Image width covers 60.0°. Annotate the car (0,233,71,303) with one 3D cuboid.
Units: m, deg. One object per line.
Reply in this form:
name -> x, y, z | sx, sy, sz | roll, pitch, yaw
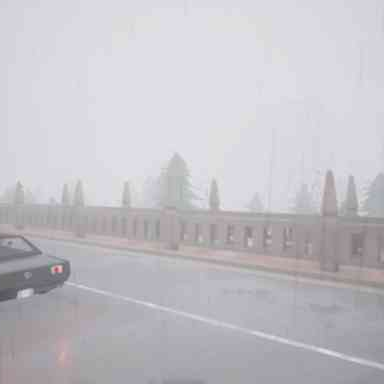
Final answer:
car -> -4.911, 1.600, 7.497 | 4.718, 1.301, 1.895 | 0, 0, 35
